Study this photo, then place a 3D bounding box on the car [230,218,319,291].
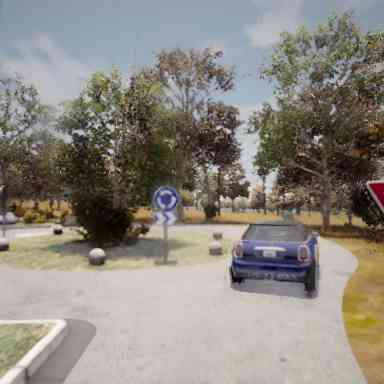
[{"bbox_3d":[2.672,1.610,10.058,2.097,1.767,4.553,-1,-3,22],"label":"car"}]
